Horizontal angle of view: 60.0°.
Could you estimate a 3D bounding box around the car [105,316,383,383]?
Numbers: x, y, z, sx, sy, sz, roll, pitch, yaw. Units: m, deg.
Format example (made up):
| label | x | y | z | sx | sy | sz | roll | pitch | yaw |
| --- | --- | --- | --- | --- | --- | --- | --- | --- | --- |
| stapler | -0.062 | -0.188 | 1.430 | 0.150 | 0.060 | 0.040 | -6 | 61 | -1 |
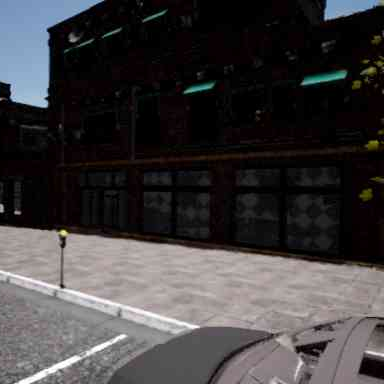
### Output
| label | x | y | z | sx | sy | sz | roll | pitch | yaw |
| --- | --- | --- | --- | --- | --- | --- | --- | --- | --- |
| car | 1.230 | 1.551 | 1.997 | 4.403 | 1.369 | 2.008 | 0 | 1 | 36 |
